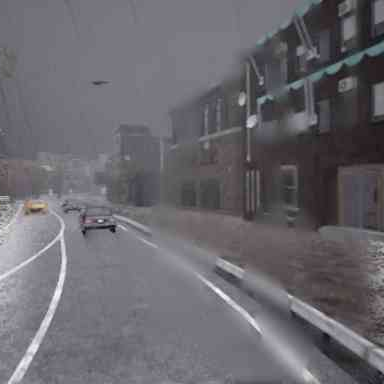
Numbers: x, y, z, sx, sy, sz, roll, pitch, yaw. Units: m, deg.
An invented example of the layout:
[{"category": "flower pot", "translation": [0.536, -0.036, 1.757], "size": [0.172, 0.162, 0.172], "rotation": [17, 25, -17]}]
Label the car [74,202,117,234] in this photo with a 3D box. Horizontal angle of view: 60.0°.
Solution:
[{"category": "car", "translation": [-5.647, 1.559, 19.656], "size": [2.033, 1.411, 5.357], "rotation": [-1, 0, -21]}]

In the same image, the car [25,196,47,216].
[{"category": "car", "translation": [-16.535, 1.579, 35.185], "size": [1.882, 1.535, 5.008], "rotation": [-1, 1, -26]}]

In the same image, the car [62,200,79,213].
[{"category": "car", "translation": [-13.528, 1.572, 37.430], "size": [2.033, 1.411, 5.357], "rotation": [-1, 1, -26]}]
